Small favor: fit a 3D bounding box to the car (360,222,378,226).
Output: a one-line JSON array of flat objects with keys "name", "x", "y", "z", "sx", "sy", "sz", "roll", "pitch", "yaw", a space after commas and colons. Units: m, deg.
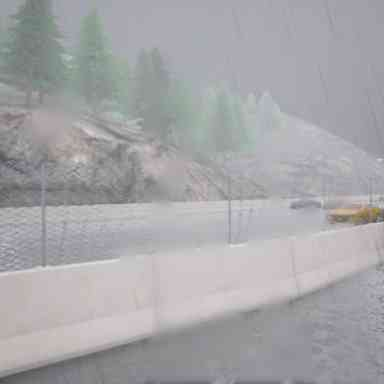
[{"name": "car", "x": 11.062, "y": 1.403, "z": 22.443, "sx": 5.008, "sy": 1.535, "sz": 1.882, "roll": 0, "pitch": 0, "yaw": -43}]
